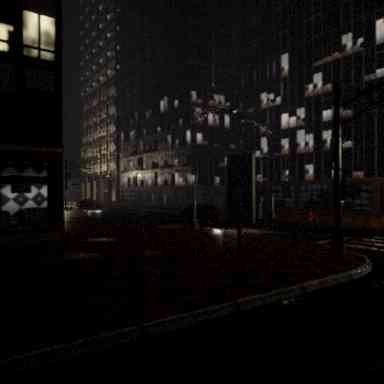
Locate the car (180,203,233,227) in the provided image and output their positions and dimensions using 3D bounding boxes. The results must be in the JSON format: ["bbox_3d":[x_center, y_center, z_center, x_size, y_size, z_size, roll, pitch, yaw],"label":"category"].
[{"bbox_3d":[1.059,1.588,24.066,1.882,1.535,5.008,-1,0,-35],"label":"car"}]

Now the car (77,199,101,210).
[{"bbox_3d":[-14.230,1.690,45.785,2.033,1.411,5.357,-1,0,-35],"label":"car"}]
